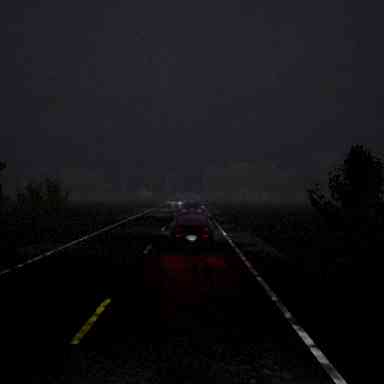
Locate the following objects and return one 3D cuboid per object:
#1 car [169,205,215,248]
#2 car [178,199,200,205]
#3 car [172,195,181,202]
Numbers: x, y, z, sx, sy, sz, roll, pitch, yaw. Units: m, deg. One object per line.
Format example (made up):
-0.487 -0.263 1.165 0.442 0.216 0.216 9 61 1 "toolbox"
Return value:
0.000 1.535 14.650 1.812 1.442 4.674 0 0 0 "car"
0.000 1.571 29.650 2.033 1.411 5.357 0 0 0 "car"
-3.500 1.495 76.729 1.837 1.490 4.892 0 0 0 "car"
